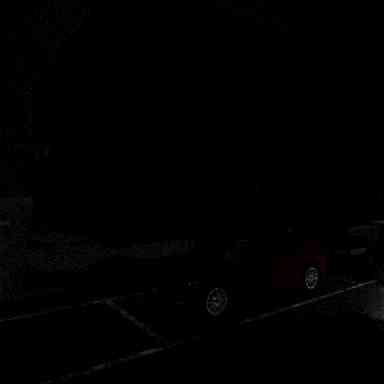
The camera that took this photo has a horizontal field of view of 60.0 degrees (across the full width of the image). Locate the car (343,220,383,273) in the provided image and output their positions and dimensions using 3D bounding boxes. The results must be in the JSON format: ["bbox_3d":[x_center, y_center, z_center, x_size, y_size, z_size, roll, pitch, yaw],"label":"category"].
[{"bbox_3d":[5.632,1.581,10.577,4.206,1.307,1.802,0,0,-36],"label":"car"}]

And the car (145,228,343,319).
[{"bbox_3d":[1.141,1.545,7.359,4.507,1.381,1.887,0,0,-36],"label":"car"}]
